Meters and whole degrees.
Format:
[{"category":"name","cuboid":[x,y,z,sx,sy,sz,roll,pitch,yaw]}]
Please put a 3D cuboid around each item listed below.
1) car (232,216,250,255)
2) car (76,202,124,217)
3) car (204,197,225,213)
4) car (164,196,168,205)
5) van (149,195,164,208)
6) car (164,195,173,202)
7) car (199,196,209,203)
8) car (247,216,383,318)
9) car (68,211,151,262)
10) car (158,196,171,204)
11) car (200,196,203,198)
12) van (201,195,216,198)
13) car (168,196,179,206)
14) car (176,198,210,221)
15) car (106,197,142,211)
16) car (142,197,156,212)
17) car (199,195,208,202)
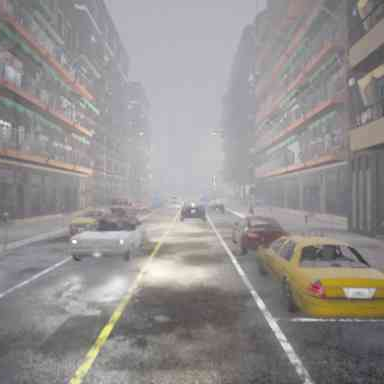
[{"category":"car","cuboid":[2.572,1.567,12.931,1.802,1.307,4.206,1,0,0]},{"category":"car","cuboid":[-5.314,1.504,18.401,1.752,1.417,4.829,1,0,0]},{"category":"car","cuboid":[2.569,1.512,35.613,2.008,1.369,4.403,1,0,0]},{"category":"car","cuboid":[-5.281,1.492,52.596,1.887,1.381,4.507,1,0,0]},{"category":"van","cuboid":[-5.278,1.293,46.925,1.690,1.788,3.998,1,0,0]},{"category":"car","cuboid":[-5.284,1.478,75.280,1.887,1.381,4.507,1,0,0]},{"category":"car","cuboid":[2.564,1.503,69.638,1.947,1.339,4.313,1,0,0]},{"category":"car","cuboid":[2.573,1.516,7.429,1.752,1.417,4.829,1,0,0]},{"category":"car","cuboid":[-2.853,1.586,12.236,1.895,1.301,4.718,0,0,0]},{"category":"car","cuboid":[-5.283,1.490,63.938,2.008,1.369,4.403,1,0,0]},{"category":"car","cuboid":[0.095,1.556,42.508,1.895,1.301,4.718,0,0,0]},{"category":"van","cuboid":[2.570,1.293,46.955,1.690,1.788,3.998,1,0,0]},{"category":"car","cuboid":[-2.829,1.424,53.834,1.882,1.535,5.008,0,0,0]},{"category":"car","cuboid":[0.096,1.474,26.955,2.163,1.488,4.792,0,0,0]},{"category":"car","cuboid":[-5.315,1.288,24.242,2.192,1.841,5.009,1,0,0]},{"category":"car","cuboid":[-5.290,1.543,35.583,1.802,1.307,4.206,1,0,0]},{"category":"car","cuboid":[2.563,1.479,75.309,1.887,1.381,4.507,1,0,0]}]
